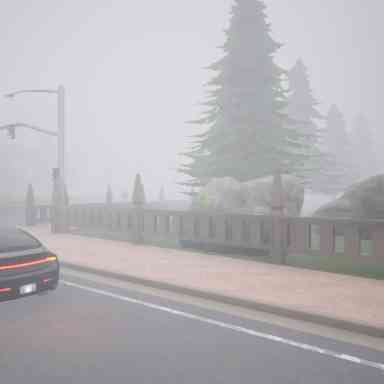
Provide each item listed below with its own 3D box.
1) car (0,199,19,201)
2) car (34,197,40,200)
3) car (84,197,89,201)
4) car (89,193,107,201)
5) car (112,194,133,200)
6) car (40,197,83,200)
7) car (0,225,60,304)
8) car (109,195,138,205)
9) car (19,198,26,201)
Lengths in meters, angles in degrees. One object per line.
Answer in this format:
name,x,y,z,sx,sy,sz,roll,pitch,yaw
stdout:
car,-22.619,1.564,37.788,1.994,1.385,4.181,0,0,36
car,-23.699,1.505,48.285,1.837,1.490,4.892,0,0,36
car,-18.505,1.491,49.524,2.128,1.511,4.902,0,0,36
car,-16.297,1.150,58.609,2.150,2.045,5.566,0,1,36
car,-10.721,1.436,54.403,1.837,1.490,4.892,0,2,36
car,-17.514,1.526,44.898,1.812,1.442,4.674,0,0,36
car,-4.937,1.505,7.460,4.892,1.490,1.837,0,0,36
car,-12.037,1.352,58.574,2.128,1.511,4.902,0,2,36
car,-23.999,1.547,41.863,2.033,1.411,5.357,0,0,36
